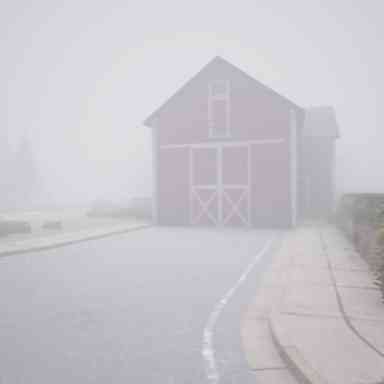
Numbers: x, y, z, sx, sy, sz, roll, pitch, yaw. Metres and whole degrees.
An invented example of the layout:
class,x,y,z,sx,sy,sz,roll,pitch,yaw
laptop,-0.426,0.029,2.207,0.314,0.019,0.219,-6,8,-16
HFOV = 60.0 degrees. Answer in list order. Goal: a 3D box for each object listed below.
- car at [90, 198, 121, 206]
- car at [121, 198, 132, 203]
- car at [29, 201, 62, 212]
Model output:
class,x,y,z,sx,sy,sz,roll,pitch,yaw
car,-11.453,1.664,43.050,1.816,1.474,4.193,-7,-1,15
car,-12.649,1.801,60.968,1.837,1.490,4.892,-1,0,17
car,-18.578,1.836,42.243,1.994,1.385,4.181,-1,0,17
